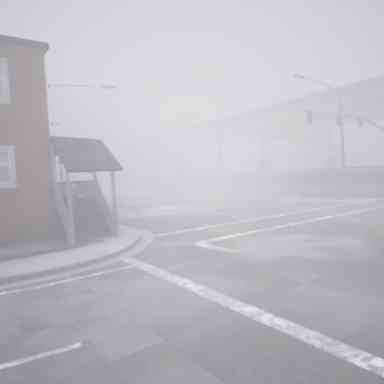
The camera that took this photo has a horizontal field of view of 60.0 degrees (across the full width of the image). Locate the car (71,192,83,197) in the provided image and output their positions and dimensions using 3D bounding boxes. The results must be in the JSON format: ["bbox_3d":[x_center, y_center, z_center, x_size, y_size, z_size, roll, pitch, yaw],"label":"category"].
[{"bbox_3d":[-13.731,0.649,39.596,2.033,1.411,5.357,-5,3,-34],"label":"car"}]
